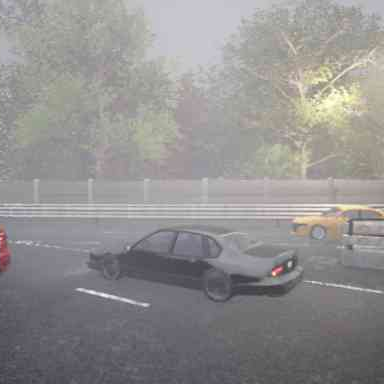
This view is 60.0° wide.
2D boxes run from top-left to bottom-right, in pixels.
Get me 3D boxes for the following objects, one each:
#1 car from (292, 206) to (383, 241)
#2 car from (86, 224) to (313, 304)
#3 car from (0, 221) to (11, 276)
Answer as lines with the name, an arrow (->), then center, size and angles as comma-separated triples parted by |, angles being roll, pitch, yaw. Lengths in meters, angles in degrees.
car -> 7.211, 1.416, 15.577 | 5.008, 1.535, 1.882 | 0, 0, 1
car -> -0.148, 1.520, 8.074 | 5.357, 1.411, 2.033 | 0, 0, 32
car -> -6.770, 1.200, 8.004 | 5.566, 2.045, 2.150 | 0, 0, 30
